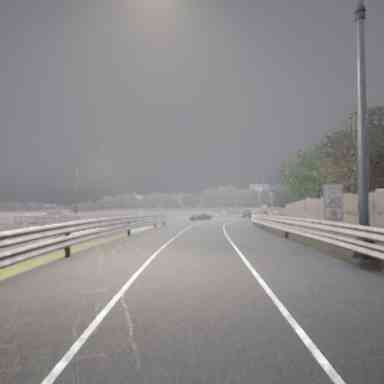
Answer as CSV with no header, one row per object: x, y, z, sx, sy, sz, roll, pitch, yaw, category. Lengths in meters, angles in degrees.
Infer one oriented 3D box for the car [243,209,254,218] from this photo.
13.919,5.291,81.955,2.150,2.045,5.566,-1,-3,18,car

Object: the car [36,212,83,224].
-14.692,3.023,37.095,5.008,1.535,1.882,3,-4,-43,car

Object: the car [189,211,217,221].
1.638,4.196,56.566,2.033,1.411,5.357,-2,-4,33,car
